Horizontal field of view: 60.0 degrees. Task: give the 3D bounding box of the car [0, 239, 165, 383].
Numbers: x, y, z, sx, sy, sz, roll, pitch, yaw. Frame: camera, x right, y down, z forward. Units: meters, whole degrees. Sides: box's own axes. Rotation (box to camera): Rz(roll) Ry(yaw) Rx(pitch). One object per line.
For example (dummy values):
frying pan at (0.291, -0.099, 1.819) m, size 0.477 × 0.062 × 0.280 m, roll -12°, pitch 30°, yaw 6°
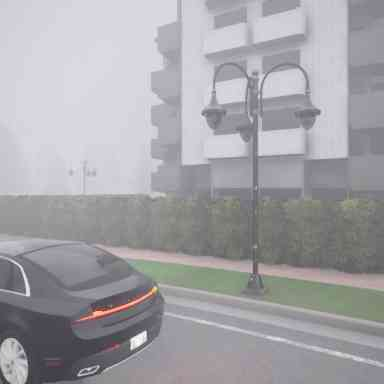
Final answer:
car at (-2.717, 1.505, 5.169) m, size 4.892 × 1.490 × 1.837 m, roll 0°, pitch 0°, yaw 31°
